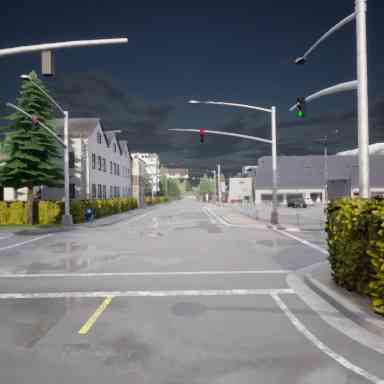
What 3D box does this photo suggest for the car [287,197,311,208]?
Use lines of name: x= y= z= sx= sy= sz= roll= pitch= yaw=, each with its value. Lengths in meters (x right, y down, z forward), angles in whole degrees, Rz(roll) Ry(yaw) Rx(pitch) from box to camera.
car: x=15.425 y=1.629 z=49.149 sx=2.007 sy=1.523 sz=4.514 roll=-1 pitch=-1 yaw=0

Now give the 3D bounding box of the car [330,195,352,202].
car: x=25.484 y=1.398 z=56.548 sx=2.152 sy=1.636 sz=5.027 roll=-1 pitch=-1 yaw=0

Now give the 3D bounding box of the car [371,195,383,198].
car: x=19.117 y=1.183 z=31.282 sx=1.905 sy=1.878 sz=3.866 roll=-1 pitch=-1 yaw=0

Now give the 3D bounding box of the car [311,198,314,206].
car: x=19.070 y=1.573 z=56.208 sx=1.970 sy=1.475 sz=3.806 roll=-1 pitch=-1 yaw=0
